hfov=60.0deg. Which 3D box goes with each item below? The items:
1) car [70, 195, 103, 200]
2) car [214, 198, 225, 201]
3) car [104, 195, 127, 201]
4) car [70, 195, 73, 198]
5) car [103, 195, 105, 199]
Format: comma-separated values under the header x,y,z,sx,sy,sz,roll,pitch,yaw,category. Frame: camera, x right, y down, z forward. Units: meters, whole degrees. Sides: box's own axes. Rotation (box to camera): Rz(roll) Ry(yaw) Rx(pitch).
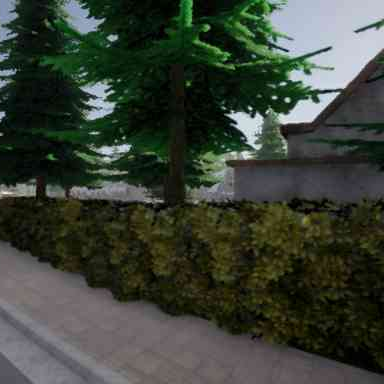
x,y,z,sx,sy,sz,roll,pitch,yaw,category
-18.742,1.775,59.140,4.514,1.523,2.007,1,-1,-23,car
5.262,2.082,69.216,3.633,1.501,1.845,1,-1,-23,car
-17.508,1.925,75.904,3.633,1.501,1.845,1,-1,-23,car
-20.003,1.784,62.012,5.027,1.636,2.152,1,-1,-23,car
-21.334,1.964,85.135,4.514,1.523,2.007,1,-1,-23,car
